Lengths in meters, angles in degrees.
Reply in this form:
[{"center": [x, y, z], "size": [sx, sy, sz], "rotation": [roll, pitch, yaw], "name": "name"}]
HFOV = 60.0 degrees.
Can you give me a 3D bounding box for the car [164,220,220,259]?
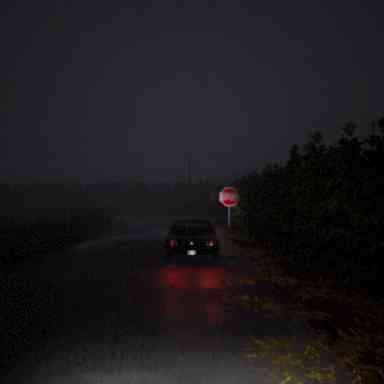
[{"center": [0.014, 1.745, 13.230], "size": [1.895, 1.301, 4.718], "rotation": [0, -1, 0], "name": "car"}]
